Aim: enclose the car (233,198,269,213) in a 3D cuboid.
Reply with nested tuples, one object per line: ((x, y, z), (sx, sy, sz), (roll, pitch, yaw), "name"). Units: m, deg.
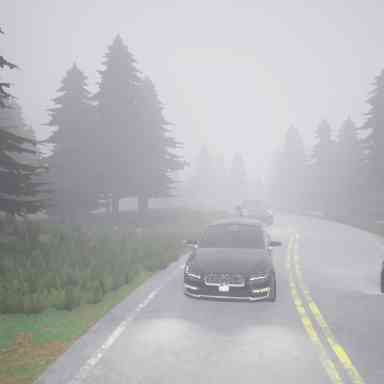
((6.259, 1.409, 35.741), (1.837, 1.490, 4.892), (2, -1, -15), "car")

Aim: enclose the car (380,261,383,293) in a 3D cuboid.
((4.501, 1.308, 4.651), (2.097, 1.767, 4.553), (-1, 0, 9), "car")

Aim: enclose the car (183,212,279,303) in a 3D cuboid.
((1.104, 1.496, 8.427), (1.837, 1.490, 4.892), (-1, 0, 13), "car")

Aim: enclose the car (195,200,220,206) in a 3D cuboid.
((1.989, 1.798, 44.873), (1.812, 1.442, 4.674), (3, -5, -35), "car")

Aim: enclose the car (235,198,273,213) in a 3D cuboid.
((4.149, 1.248, 22.774), (2.097, 1.767, 4.553), (0, 1, 1), "car")
